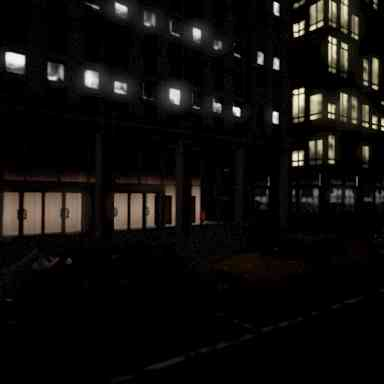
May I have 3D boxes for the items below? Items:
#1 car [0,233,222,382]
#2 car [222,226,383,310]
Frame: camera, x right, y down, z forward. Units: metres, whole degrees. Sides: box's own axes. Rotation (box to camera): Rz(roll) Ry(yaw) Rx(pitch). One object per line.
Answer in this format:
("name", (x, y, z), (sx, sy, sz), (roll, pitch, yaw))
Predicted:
("car", (-1.811, 1.451, 4.806), (4.097, 1.590, 1.967), (1, 0, -36))
("car", (2.564, 1.588, 7.927), (4.829, 1.417, 1.752), (1, 0, -36))
